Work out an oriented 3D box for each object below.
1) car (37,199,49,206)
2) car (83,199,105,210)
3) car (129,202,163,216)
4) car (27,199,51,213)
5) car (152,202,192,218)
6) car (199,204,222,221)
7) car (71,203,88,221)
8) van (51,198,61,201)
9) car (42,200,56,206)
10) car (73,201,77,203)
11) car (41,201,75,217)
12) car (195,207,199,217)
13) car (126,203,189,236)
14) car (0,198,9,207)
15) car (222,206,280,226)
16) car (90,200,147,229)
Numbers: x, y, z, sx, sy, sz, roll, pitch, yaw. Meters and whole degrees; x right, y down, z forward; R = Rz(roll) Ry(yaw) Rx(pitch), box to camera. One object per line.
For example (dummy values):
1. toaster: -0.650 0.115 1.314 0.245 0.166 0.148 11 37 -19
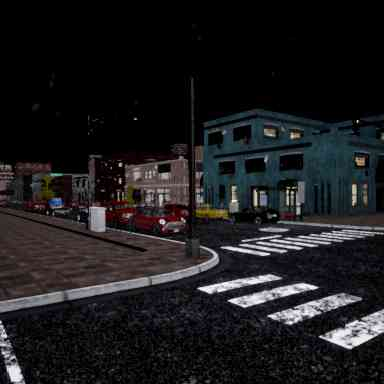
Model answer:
1. car: -35.829 2.495 79.898 1.752 1.417 4.829 -1 0 -37
2. car: -15.538 2.003 52.503 1.967 1.590 4.097 -1 0 -37
3. car: -5.439 1.912 38.875 2.008 1.369 4.403 -1 0 -37
4. car: -22.266 1.953 47.558 2.192 1.841 5.009 -1 0 -37
5. car: -2.176 1.821 34.468 1.752 1.417 4.829 -1 0 -37
6. car: 1.190 1.754 29.926 1.752 1.417 4.829 -1 0 -37
7. car: -8.798 1.919 29.387 2.008 1.369 4.403 -1 0 -37
8. van: -29.002 2.174 70.675 1.690 1.788 3.998 -1 0 -37
9. car: -32.362 2.445 75.218 1.887 1.381 4.507 -1 0 -37
10. car: -22.266 2.280 61.589 1.802 1.307 4.206 -1 0 -37
11. car: -15.530 2.054 38.472 2.008 1.369 4.403 -1 0 -37
12. car: -1.771 1.794 29.588 1.812 1.442 4.674 -1 0 -37
13. car: -2.069 1.674 20.301 1.967 1.590 4.097 -1 0 -37
14. car: -42.492 2.358 74.790 2.192 1.841 5.009 -1 0 -37
15. car: 4.658 1.725 25.246 1.947 1.339 4.313 -1 0 -37
16. car: -5.438 1.616 24.843 2.192 1.841 5.009 -1 0 -37
